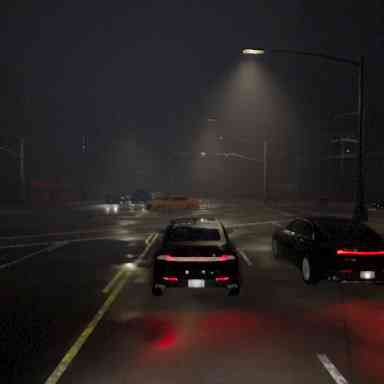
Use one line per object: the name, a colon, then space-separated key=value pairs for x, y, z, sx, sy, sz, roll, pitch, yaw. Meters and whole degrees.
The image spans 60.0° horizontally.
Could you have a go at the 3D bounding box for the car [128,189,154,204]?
car: x=-7.191 y=0.591 z=47.449 sx=2.150 sy=2.045 sz=5.566 roll=0 pitch=0 yaw=1

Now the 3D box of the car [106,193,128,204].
car: x=-10.702 y=0.863 z=46.785 sx=2.128 sy=1.511 sz=4.902 roll=0 pitch=0 yaw=0

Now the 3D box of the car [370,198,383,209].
car: x=20.319 y=1.073 z=33.423 sx=4.181 sy=1.385 sz=1.994 roll=0 pitch=1 yaw=0

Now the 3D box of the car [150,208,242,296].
car: x=0.074 y=1.403 z=8.413 sx=2.128 sy=1.511 sz=4.902 roll=0 pitch=1 yaw=0

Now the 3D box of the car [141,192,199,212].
car: x=-1.751 y=1.055 z=30.464 sx=5.008 sy=1.535 sz=1.882 roll=0 pitch=0 yaw=-29

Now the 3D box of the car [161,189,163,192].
car: x=-7.203 y=0.485 z=70.228 sx=2.150 sy=2.045 sz=5.566 roll=0 pitch=0 yaw=0

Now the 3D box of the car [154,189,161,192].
car: x=-7.216 y=0.529 z=57.483 sx=2.150 sy=2.045 sz=5.566 roll=0 pitch=0 yaw=0

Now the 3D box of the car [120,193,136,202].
car: x=-10.722 y=0.839 z=56.053 sx=1.812 sy=1.442 sz=4.674 roll=0 pitch=0 yaw=0

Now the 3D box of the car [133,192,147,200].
car: x=-10.699 y=0.768 z=68.754 sx=2.128 sy=1.511 sz=4.902 roll=0 pitch=0 yaw=0

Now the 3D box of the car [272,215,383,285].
car: x=3.578 y=1.408 z=9.209 sx=1.837 sy=1.490 sz=4.892 roll=0 pitch=1 yaw=0
